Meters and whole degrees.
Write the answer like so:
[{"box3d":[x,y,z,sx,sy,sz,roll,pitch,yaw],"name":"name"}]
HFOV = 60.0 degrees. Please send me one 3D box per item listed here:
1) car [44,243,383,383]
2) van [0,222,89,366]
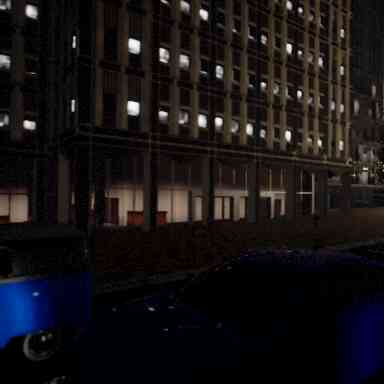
[{"box3d":[1.085,1.477,4.115,5.008,1.535,1.882,0,0,-35],"name":"car"},{"box3d":[-3.281,1.341,4.199,3.998,1.788,1.690,0,1,-35],"name":"van"}]
